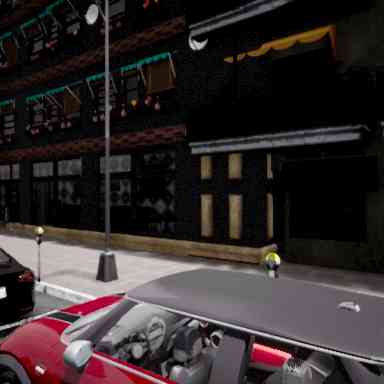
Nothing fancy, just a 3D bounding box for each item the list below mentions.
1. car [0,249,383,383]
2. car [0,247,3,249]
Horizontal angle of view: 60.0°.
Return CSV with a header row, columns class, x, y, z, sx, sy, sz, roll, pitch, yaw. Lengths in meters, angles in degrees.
class,x,y,z,sx,sy,sz,roll,pitch,yaw
car,-0.015,1.438,2.889,4.097,1.590,1.967,0,0,36
car,-4.628,1.565,6.179,4.313,1.339,1.947,0,0,36
